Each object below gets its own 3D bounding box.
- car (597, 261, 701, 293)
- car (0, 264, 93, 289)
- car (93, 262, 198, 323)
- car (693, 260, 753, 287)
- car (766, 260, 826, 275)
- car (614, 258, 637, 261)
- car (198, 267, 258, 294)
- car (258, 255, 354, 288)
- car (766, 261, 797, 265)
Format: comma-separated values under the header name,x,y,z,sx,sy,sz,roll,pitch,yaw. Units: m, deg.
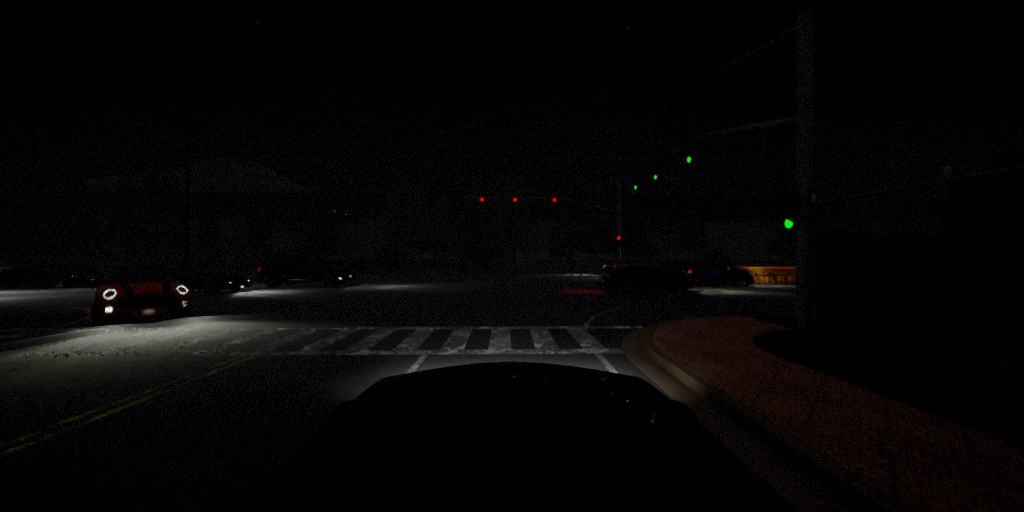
name,x,y,z,sx,sy,sz,roll,pitch,yaw
car,7.583,1.222,20.300,5.008,1.535,1.882,0,0,-2
car,-29.016,1.226,22.661,4.902,1.511,2.128,0,0,-2
car,-12.667,1.098,12.308,4.553,1.767,2.097,0,1,41
car,13.500,1.094,23.986,4.553,1.767,2.097,0,0,-2
car,30.583,1.230,38.719,4.902,1.511,2.128,0,0,-2
car,11.415,1.091,38.128,4.553,1.767,2.097,0,0,-2
car,-17.404,1.292,19.518,5.357,1.411,2.033,0,0,-2
car,-13.240,0.968,23.150,5.566,2.045,2.150,0,0,-2
car,22.960,1.342,31.485,4.718,1.301,1.895,0,0,-2
